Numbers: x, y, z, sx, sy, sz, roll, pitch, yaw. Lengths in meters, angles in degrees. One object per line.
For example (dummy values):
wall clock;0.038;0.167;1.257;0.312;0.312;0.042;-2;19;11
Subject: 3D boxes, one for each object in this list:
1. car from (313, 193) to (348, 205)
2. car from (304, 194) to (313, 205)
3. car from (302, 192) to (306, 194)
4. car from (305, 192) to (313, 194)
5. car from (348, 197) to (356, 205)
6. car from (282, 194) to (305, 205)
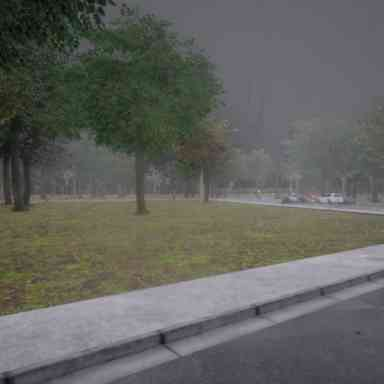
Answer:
car;24.469;1.270;59.156;2.150;2.045;5.566;0;0;-11
car;20.740;1.531;60.704;2.128;1.511;4.902;0;0;-12
car;21.774;1.406;71.535;2.128;1.511;4.902;0;0;-12
car;24.945;1.118;72.249;2.150;2.045;5.566;0;0;-12
car;27.528;1.551;60.394;2.128;1.511;4.902;0;0;-11
car;17.704;1.553;59.330;1.812;1.442;4.674;0;0;-12
